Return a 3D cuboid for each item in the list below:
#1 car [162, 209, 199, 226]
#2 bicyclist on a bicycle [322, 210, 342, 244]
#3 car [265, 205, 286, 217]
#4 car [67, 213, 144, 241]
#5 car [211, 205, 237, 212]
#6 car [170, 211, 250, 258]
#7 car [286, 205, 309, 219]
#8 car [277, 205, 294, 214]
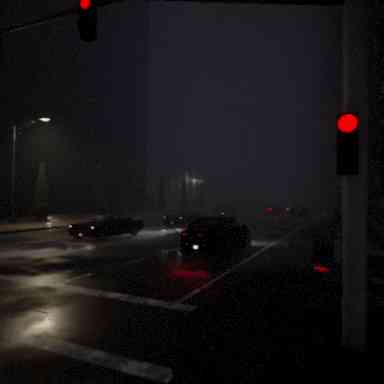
[{"bbox_3d":[-0.627,2.110,27.829,1.895,1.301,4.718,0,-1,25],"label":"car"},{"bbox_3d":[7.102,1.717,15.941,1.656,1.620,0.582,0,-1,25],"label":"bicyclist on a bicycle"},{"bbox_3d":[11.057,2.442,44.434,2.128,1.511,4.902,0,-1,25],"label":"car"},{"bbox_3d":[-4.743,1.903,18.862,1.895,1.301,4.718,0,-1,25],"label":"car"},{"bbox_3d":[3.570,2.226,36.944,1.837,1.490,4.892,0,-1,25],"label":"car"},{"bbox_3d":[1.137,1.814,14.449,1.837,1.490,4.892,0,-1,25],"label":"car"},{"bbox_3d":[13.323,2.403,41.089,1.882,1.535,5.008,0,-1,25],"label":"car"},{"bbox_3d":[14.931,2.747,52.899,1.895,1.301,4.718,0,-1,25],"label":"car"}]
